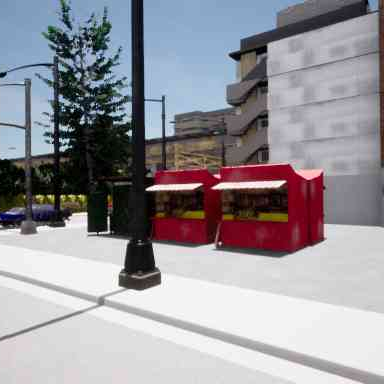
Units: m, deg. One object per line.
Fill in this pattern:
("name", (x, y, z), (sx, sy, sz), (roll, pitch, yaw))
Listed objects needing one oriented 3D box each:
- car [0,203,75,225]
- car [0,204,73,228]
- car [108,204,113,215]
("car", (-12.427, 1.685, 26.946), (2.033, 1.411, 5.357), (-1, -1, 36))
("car", (-10.904, 1.688, 22.734), (1.895, 1.301, 4.718), (-1, -1, 36))
("car", (-6.893, 1.489, 34.590), (2.097, 1.767, 4.553), (-1, -1, 36))
